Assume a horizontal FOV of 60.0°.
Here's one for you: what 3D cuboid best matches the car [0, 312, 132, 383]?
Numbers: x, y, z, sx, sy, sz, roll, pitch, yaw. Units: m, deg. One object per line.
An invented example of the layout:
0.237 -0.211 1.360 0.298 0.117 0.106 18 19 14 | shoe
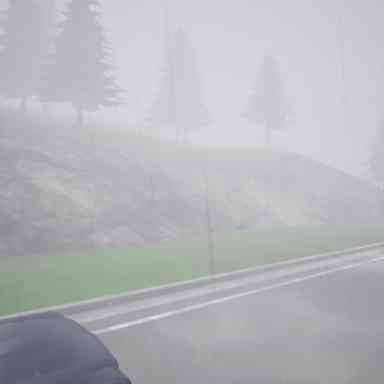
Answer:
-2.668 1.534 1.791 4.718 1.301 1.895 1 0 -39 | car
